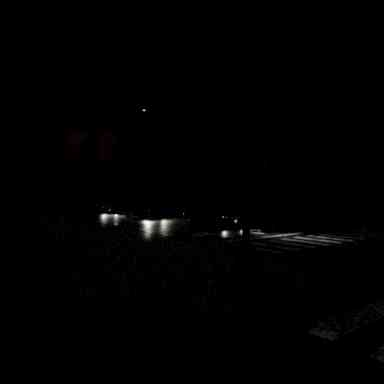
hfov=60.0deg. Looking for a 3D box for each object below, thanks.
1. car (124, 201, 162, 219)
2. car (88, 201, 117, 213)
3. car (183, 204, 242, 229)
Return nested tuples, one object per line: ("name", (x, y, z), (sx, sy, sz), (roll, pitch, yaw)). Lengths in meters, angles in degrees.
("car", (-4.550, 1.578, 30.652), (1.882, 1.535, 5.008), (0, 0, -35))
("car", (-10.451, 1.740, 38.888), (1.895, 1.301, 4.718), (0, 0, -36))
("car", (1.272, 1.553, 22.542), (2.128, 1.511, 4.902), (0, 0, -36))
